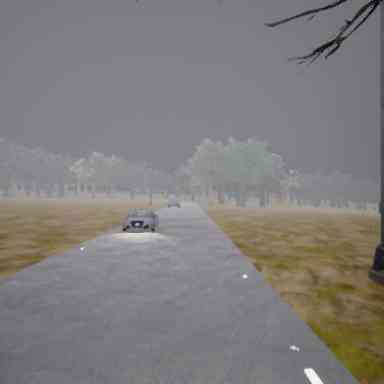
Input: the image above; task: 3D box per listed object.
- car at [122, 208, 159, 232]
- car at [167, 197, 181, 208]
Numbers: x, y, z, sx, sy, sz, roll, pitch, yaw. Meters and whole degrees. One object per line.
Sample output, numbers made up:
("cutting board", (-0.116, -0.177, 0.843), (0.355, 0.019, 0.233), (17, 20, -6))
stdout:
("car", (-3.236, 1.758, 21.592), (1.994, 1.385, 4.181), (0, -1, 0))
("car", (-3.439, 1.987, 63.563), (2.150, 2.045, 5.566), (0, -1, 0))
